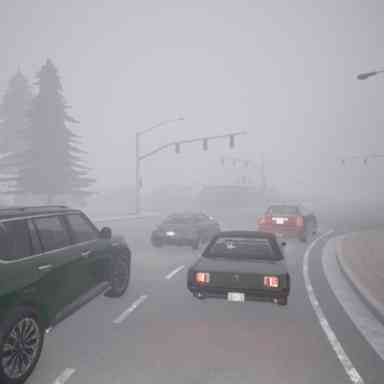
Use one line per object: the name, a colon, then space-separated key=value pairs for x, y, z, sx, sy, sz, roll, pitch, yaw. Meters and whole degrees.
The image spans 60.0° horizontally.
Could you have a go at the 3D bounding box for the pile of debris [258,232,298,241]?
pile of debris: x=4.195 y=2.144 z=16.146 sx=1.500 sy=0.140 sz=1.860 roll=0 pitch=0 yaw=29

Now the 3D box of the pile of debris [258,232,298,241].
pile of debris: x=4.195 y=2.144 z=16.146 sx=1.500 sy=0.140 sz=1.860 roll=0 pitch=0 yaw=29

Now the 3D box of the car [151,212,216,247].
car: x=-0.116 y=1.543 z=14.472 sx=1.994 sy=1.385 sz=4.181 roll=0 pitch=0 yaw=20

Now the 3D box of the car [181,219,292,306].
car: x=1.331 y=1.587 z=8.112 sx=1.895 sy=1.301 sz=4.718 roll=0 pitch=0 yaw=14

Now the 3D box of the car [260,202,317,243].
car: x=4.815 y=1.319 z=16.386 sx=2.097 sy=1.767 sz=4.553 roll=0 pitch=0 yaw=27

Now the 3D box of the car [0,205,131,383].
car: x=-2.788 y=1.220 z=5.514 sx=2.150 sy=2.045 sz=5.566 roll=0 pitch=0 yaw=8
